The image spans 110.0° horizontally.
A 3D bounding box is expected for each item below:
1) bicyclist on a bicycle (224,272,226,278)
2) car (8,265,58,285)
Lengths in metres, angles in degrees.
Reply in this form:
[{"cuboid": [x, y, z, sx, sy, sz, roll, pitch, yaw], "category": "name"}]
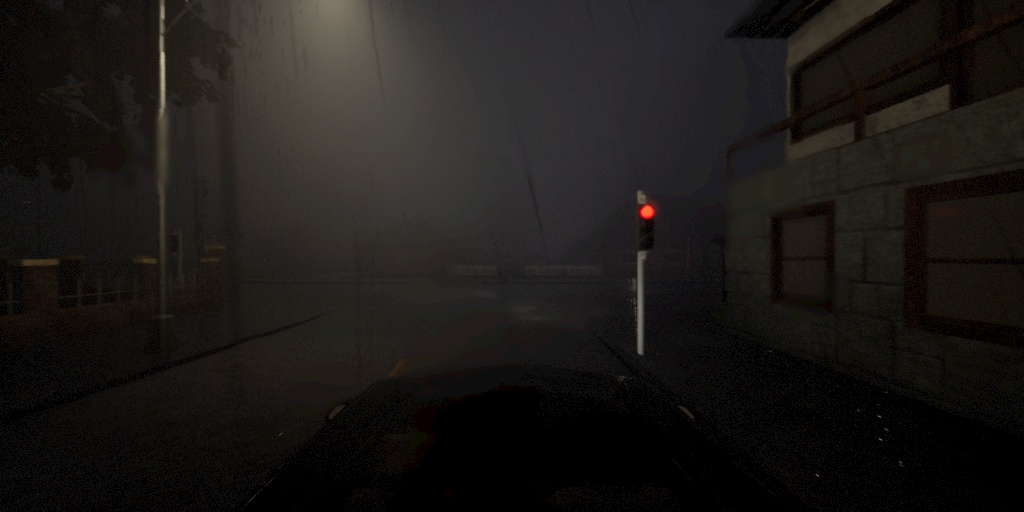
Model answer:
[{"cuboid": [-22.143, 1.009, 26.905, 0.582, 1.620, 1.656, 0, 0, 0], "category": "bicyclist on a bicycle"}, {"cuboid": [-26.196, 1.195, 18.519, 4.892, 1.490, 1.837, 0, 0, 0], "category": "car"}]
